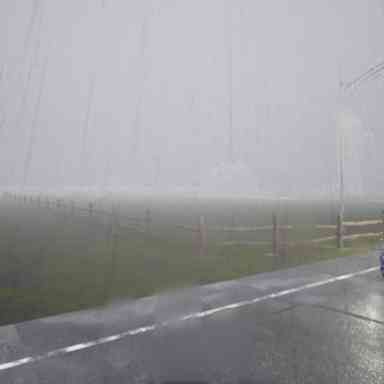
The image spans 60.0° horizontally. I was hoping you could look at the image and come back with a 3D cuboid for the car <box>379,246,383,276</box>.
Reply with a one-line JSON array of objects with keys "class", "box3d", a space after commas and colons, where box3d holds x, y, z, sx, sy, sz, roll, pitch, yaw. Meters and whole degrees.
[{"class": "car", "box3d": [6.954, 1.488, 8.890, 5.008, 1.535, 1.882, 0, 0, -35]}]
